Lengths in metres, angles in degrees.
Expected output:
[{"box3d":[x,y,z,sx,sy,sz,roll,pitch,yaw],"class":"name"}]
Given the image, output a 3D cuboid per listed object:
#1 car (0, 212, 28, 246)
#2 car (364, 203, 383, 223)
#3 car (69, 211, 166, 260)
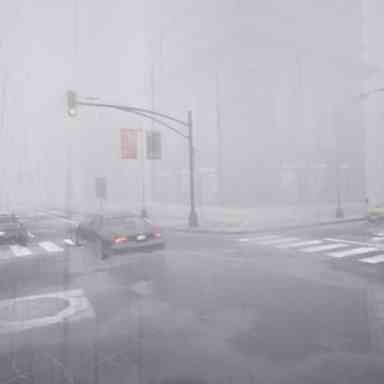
[{"box3d":[-8.386,1.547,14.337,1.994,1.385,4.181,-2,1,-34],"class":"car"},{"box3d":[12.336,1.086,20.203,4.829,1.417,1.752,-2,0,-34],"class":"car"},{"box3d":[-2.910,1.408,11.983,2.033,1.411,5.357,-2,1,-34],"class":"car"}]
